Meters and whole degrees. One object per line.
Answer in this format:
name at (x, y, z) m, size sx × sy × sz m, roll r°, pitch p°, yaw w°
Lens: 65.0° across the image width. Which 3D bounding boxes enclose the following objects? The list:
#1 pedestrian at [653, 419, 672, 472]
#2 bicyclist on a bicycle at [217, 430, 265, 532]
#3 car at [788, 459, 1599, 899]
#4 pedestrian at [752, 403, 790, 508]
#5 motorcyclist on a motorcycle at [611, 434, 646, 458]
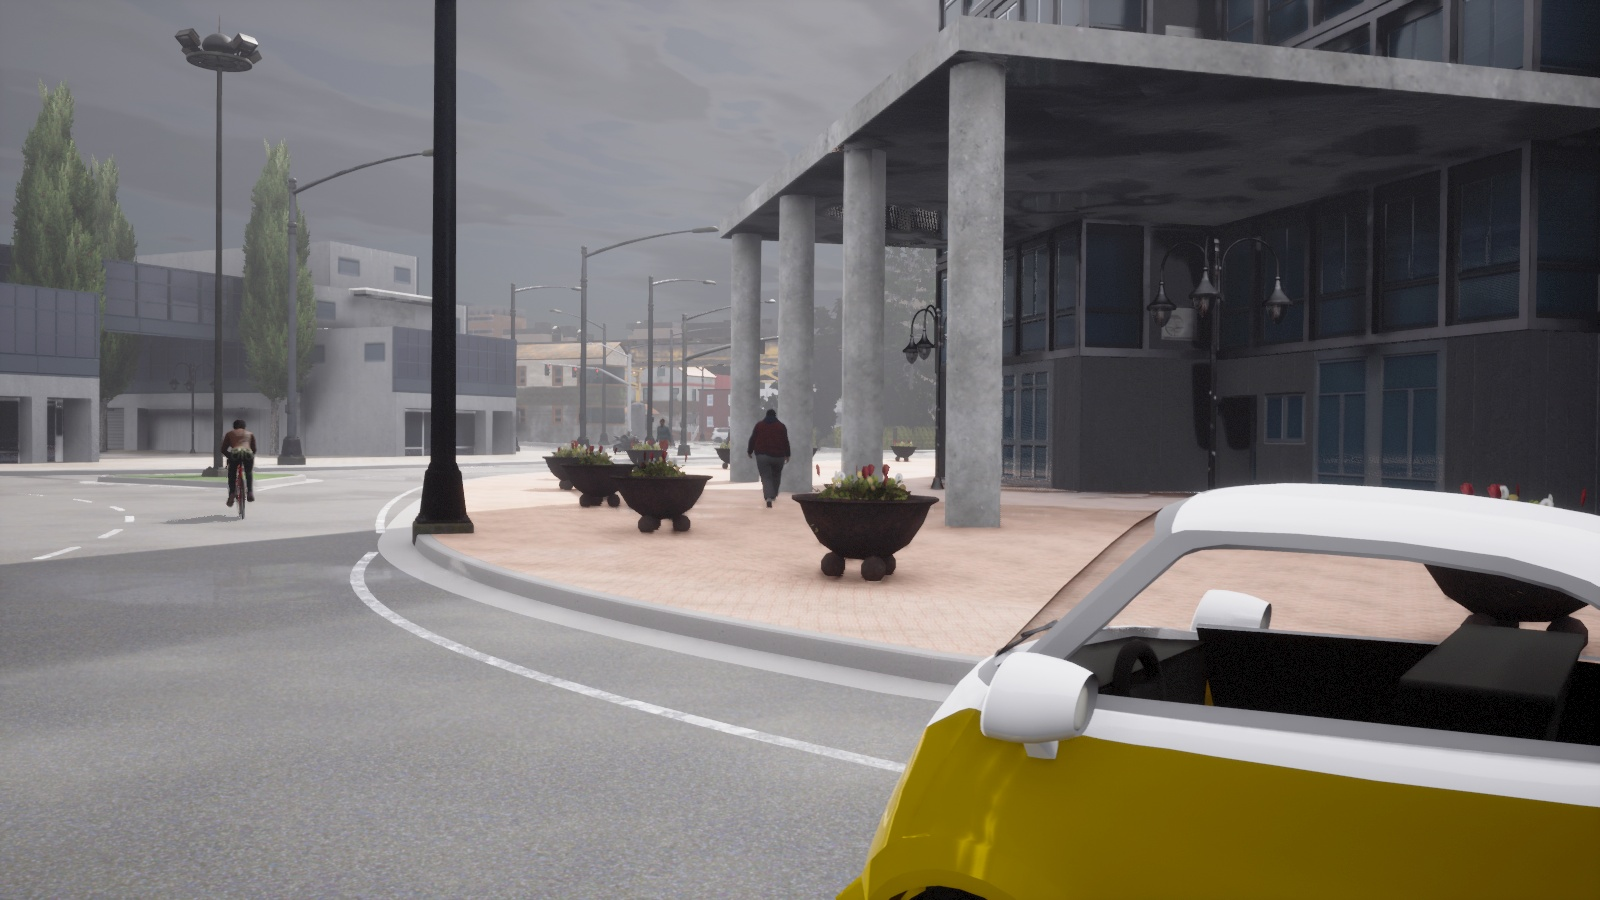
pedestrian at (-4.848, -0.159, 44.256) m, size 0.353 × 1.847 × 0.614 m, roll 0°, pitch 1°, yaw 25°
bicyclist on a bicycle at (-9.268, 0.487, 20.798) m, size 0.582 × 1.620 × 1.656 m, roll -2°, pitch 1°, yaw -28°
car at (1.306, 0.736, 2.802) m, size 2.207 × 1.376 × 1.481 m, roll 0°, pitch 1°, yaw 35°
pedestrian at (-0.514, 0.095, 22.556) m, size 0.634 × 1.844 × 0.899 m, roll -1°, pitch 1°, yaw 0°
motorcyclist on a motorcycle at (-11.274, -0.271, 82.646) m, size 2.191 × 1.530 × 0.866 m, roll 0°, pitch 1°, yaw 25°
